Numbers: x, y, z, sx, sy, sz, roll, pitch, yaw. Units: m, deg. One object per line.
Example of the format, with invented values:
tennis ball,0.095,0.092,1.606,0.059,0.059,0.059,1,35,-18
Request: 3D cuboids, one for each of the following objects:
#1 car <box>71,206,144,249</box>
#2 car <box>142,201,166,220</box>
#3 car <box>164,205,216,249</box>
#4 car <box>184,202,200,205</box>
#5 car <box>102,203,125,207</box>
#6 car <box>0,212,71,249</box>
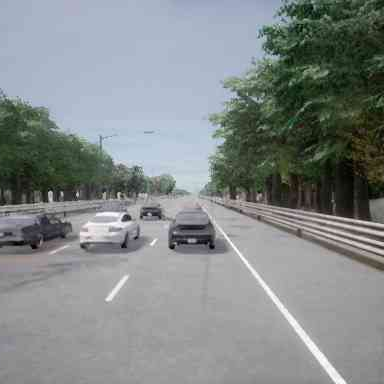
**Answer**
car,-3.500,1.574,14.652,1.812,1.442,4.674,0,0,0
car,-3.490,1.574,29.647,1.837,1.490,4.892,1,0,0
car,0.000,1.557,14.651,1.837,1.490,4.892,0,0,0
car,-0.001,1.599,29.642,1.812,1.442,4.674,0,1,0
car,-7.003,1.639,29.652,1.994,1.385,4.181,0,0,0
car,-7.000,1.603,14.652,2.033,1.411,5.357,0,0,0
